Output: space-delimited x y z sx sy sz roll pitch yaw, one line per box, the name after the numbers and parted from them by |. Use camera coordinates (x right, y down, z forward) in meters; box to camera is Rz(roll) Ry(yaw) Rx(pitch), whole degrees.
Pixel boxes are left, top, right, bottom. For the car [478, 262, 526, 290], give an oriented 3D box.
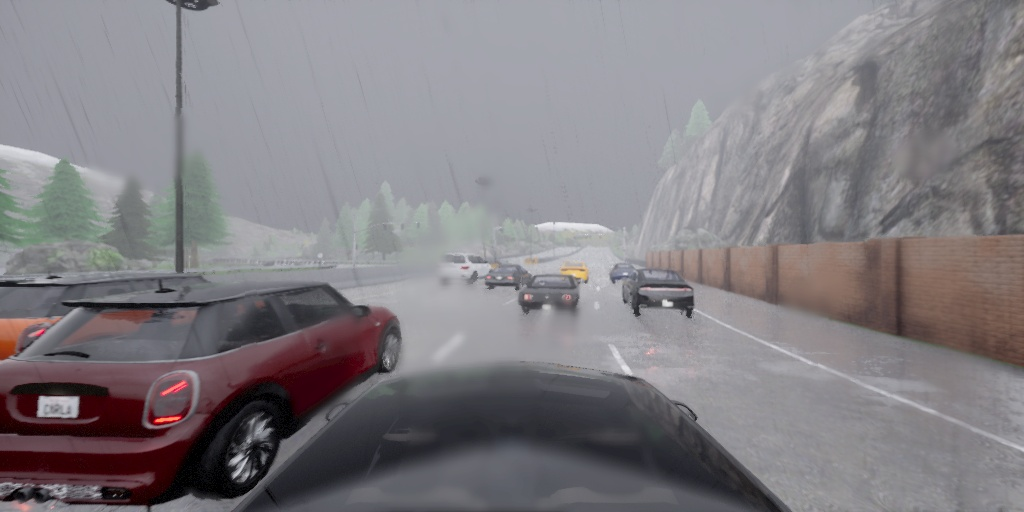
-0.096 1.225 21.662 2.033 1.411 5.357 0 0 13 | car

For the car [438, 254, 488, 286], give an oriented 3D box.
-3.038 0.884 24.380 2.150 2.045 5.566 0 0 13 | car

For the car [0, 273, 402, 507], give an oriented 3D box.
-3.118 1.086 4.675 2.097 1.767 4.553 0 0 3 | car

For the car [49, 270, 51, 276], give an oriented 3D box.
-6.457 1.074 6.522 2.097 1.767 4.553 0 0 5 | car

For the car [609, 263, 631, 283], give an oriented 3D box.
8.448 1.236 27.180 1.994 1.385 4.181 0 0 14 | car

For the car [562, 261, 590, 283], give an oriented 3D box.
4.790 1.143 27.046 1.882 1.535 5.008 0 0 14 | car

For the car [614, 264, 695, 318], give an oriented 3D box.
5.135 1.209 13.058 2.128 1.511 4.902 0 0 12 | car

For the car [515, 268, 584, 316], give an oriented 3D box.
1.572 1.311 13.243 1.895 1.301 4.718 0 0 11 | car
